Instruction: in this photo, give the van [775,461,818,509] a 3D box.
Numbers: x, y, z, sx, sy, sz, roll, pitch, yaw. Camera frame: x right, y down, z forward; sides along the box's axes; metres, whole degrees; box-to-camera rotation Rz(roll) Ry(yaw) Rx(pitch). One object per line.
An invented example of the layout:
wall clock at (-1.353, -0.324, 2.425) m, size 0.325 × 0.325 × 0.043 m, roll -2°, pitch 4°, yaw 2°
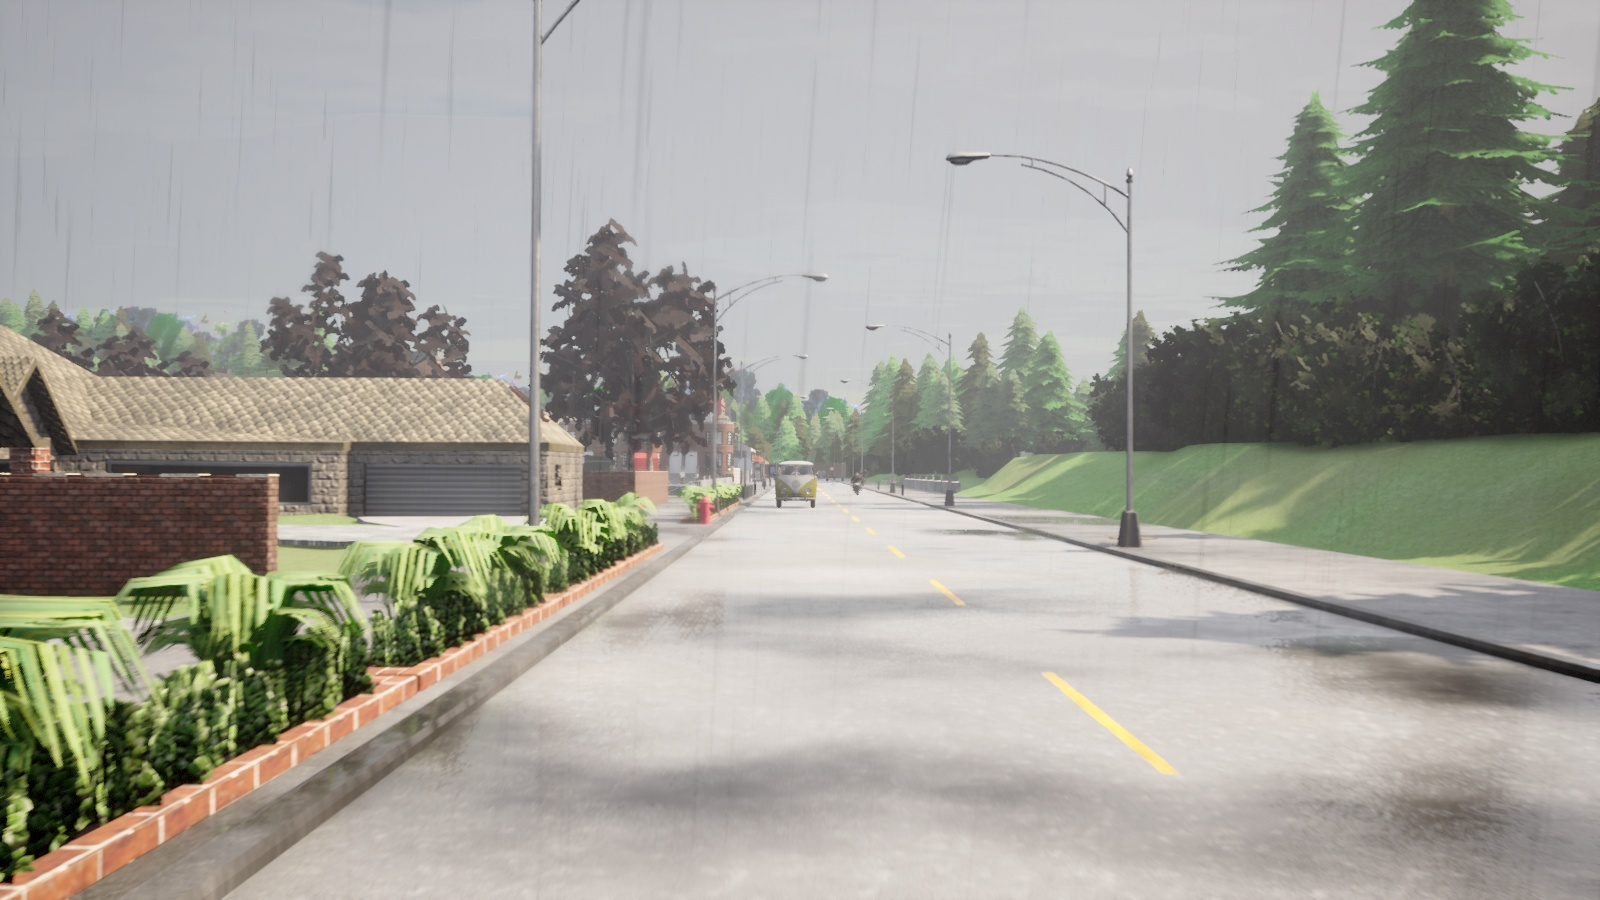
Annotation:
van at (-0.161, 1.470, 53.887) m, size 1.775 × 1.987 × 4.442 m, roll 0°, pitch -1°, yaw 0°
